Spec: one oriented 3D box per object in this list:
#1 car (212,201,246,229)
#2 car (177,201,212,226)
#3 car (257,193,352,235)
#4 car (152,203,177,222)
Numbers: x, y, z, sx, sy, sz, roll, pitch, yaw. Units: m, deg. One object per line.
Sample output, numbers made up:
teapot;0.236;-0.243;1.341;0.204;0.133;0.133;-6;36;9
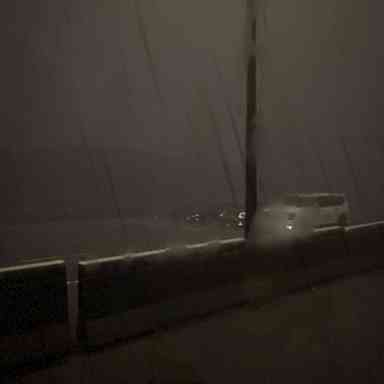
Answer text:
car;3.774;1.216;19.581;4.553;1.767;2.097;-1;0;-35
car;1.717;1.370;22.414;4.892;1.490;1.837;-1;0;-35
car;5.767;1.087;16.705;5.566;2.045;2.150;-1;0;-35
car;-0.307;1.412;25.270;5.357;1.411;2.033;-1;0;-35
